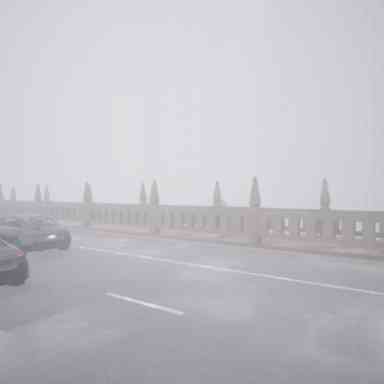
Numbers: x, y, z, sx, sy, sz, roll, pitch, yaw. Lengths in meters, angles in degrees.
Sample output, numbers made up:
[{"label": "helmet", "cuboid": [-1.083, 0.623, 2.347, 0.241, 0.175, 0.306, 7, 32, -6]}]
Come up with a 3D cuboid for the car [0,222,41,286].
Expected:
[{"label": "car", "cuboid": [-5.872, 1.564, 8.180, 4.181, 1.385, 1.994, 0, 0, 36]}]

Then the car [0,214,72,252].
[{"label": "car", "cuboid": [-6.622, 1.564, 13.014, 4.181, 1.385, 1.994, 0, 0, 36]}]
